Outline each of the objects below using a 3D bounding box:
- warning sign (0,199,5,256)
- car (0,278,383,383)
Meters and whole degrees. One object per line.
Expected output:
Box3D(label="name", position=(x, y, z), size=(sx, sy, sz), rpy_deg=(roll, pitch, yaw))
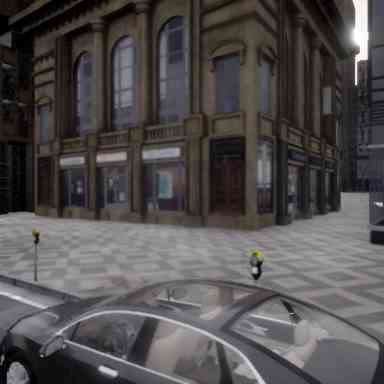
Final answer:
Box3D(label="warning sign", position=(-7.027, 1.169, 10.798), size=(1.060, 1.860, 1.300), rpy_deg=(0, 0, 35))
Box3D(label="car", position=(-0.165, 1.559, 3.191), size=(4.403, 1.369, 2.008), rpy_deg=(0, 0, 35))
